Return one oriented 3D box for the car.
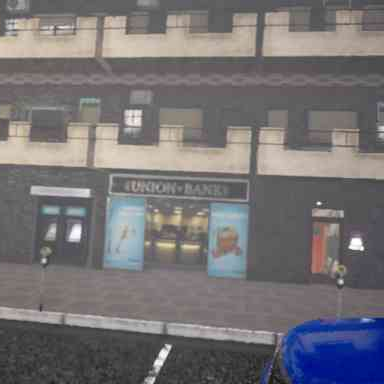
[{"bbox_3d":[3.251,1.520,2.084,5.566,2.045,2.150,2,-3,8],"label":"car"}]
